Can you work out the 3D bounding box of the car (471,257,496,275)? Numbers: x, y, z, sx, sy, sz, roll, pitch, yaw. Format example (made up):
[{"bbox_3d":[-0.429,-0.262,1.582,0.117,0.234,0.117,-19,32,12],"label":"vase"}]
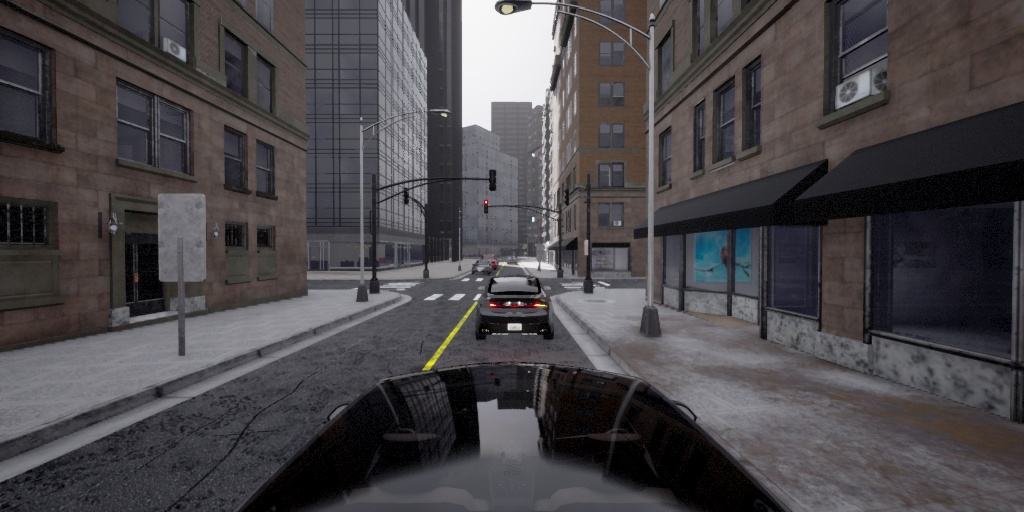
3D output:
[{"bbox_3d":[-3.143,1.163,37.989,2.128,1.511,4.902,0,0,0],"label":"car"}]

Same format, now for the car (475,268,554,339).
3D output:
[{"bbox_3d":[0.068,1.252,10.001,1.837,1.490,4.892,0,0,0],"label":"car"}]

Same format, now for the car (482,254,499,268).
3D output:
[{"bbox_3d":[-3.162,0.810,48.294,2.150,2.045,5.566,0,1,0],"label":"car"}]
